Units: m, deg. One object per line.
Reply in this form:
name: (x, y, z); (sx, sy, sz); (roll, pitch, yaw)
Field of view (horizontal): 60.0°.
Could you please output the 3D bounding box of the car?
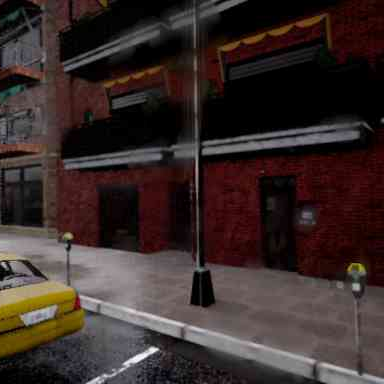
car: (-3.852, 1.580, 5.643); (4.829, 1.417, 1.752); (-1, -1, 35)
